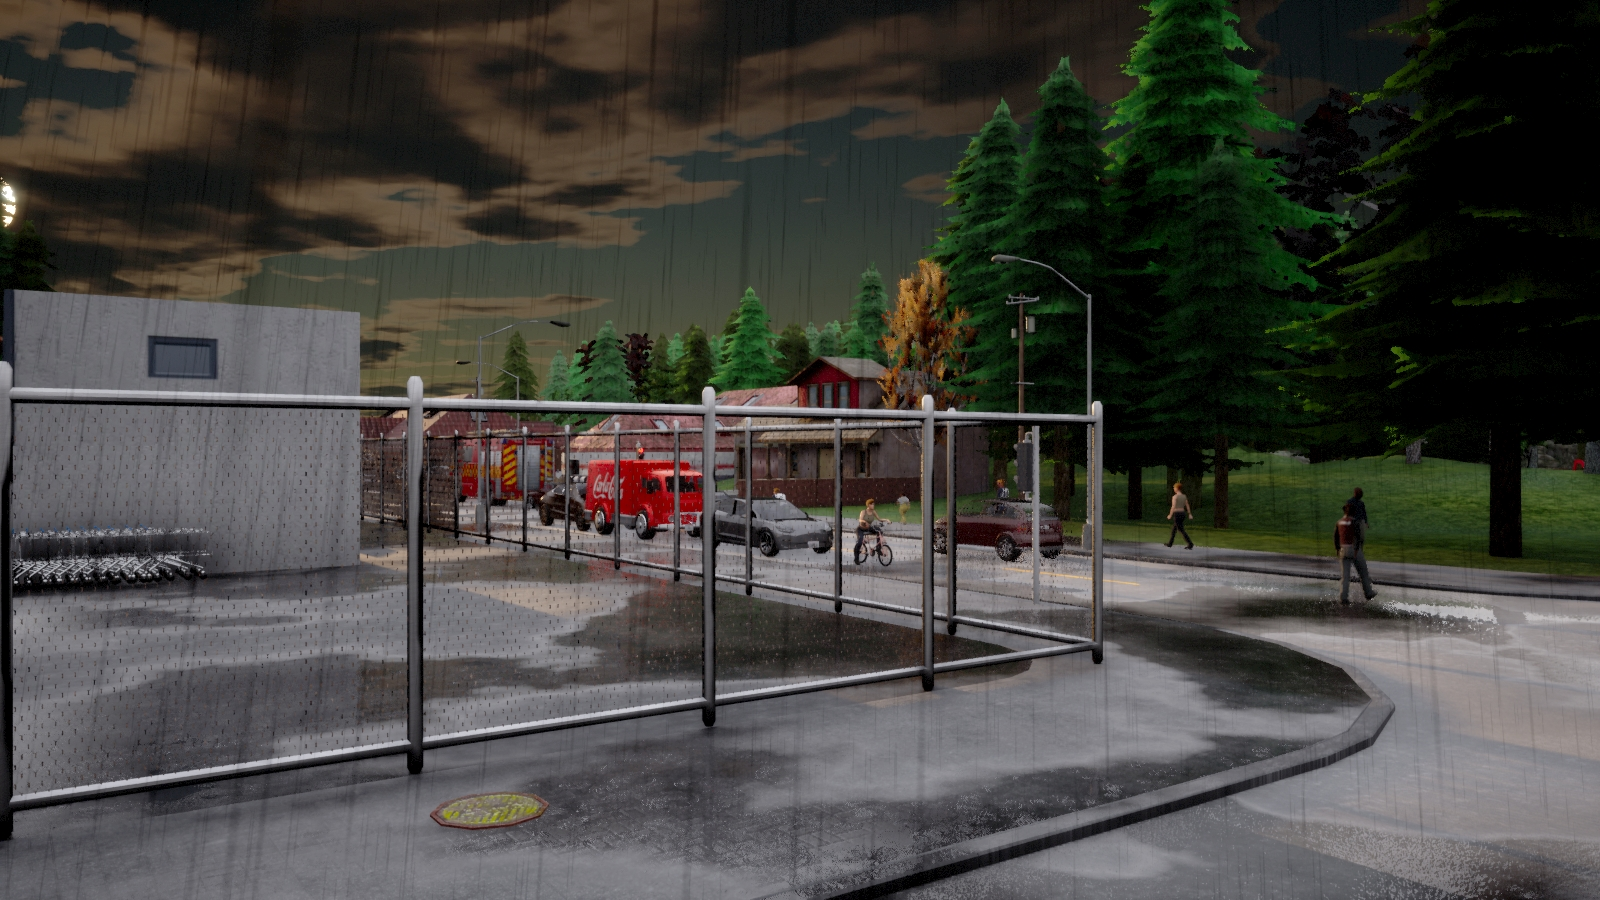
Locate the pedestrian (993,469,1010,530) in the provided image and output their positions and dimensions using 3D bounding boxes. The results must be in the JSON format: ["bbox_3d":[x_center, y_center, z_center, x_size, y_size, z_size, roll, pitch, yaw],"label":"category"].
[{"bbox_3d":[6.215,1.520,35.241,0.375,1.860,0.375,0,0,-42],"label":"pedestrian"}]

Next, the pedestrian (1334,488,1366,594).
[{"bbox_3d":[9.873,1.625,20.515,0.375,1.860,0.375,0,0,-32],"label":"pedestrian"}]

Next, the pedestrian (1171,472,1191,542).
[{"bbox_3d":[10.240,1.522,30.709,0.375,1.860,0.375,0,0,-32],"label":"pedestrian"}]

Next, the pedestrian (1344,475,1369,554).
[{"bbox_3d":[13.176,1.520,27.053,0.375,1.860,0.375,0,0,-11],"label":"pedestrian"}]

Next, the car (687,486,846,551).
[{"bbox_3d":[-1.029,1.840,31.812,2.163,1.488,4.792,0,0,-35],"label":"car"}]

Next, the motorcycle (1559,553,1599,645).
[{"bbox_3d":[11.377,1.990,15.146,2.033,1.145,0.803,0,-1,18],"label":"motorcycle"}]

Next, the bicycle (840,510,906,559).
[{"bbox_3d":[1.773,2.033,27.810,0.859,1.080,1.487,0,0,-35],"label":"bicycle"}]

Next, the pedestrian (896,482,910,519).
[{"bbox_3d":[3.688,1.801,40.984,0.375,1.300,0.375,0,0,-21],"label":"pedestrian"}]

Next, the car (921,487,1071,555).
[{"bbox_3d":[5.084,1.801,29.985,1.789,1.549,3.705,0,0,-35],"label":"car"}]

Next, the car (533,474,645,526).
[{"bbox_3d":[-7.756,1.772,41.538,2.152,1.651,5.027,0,0,-34],"label":"car"}]

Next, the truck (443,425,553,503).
[{"bbox_3d":[-16.070,0.667,60.303,2.891,3.827,8.468,0,0,-35],"label":"truck"}]

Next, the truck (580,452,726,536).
[{"bbox_3d":[-4.910,1.336,37.383,2.627,2.467,5.204,0,0,-35],"label":"truck"}]

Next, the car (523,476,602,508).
[{"bbox_3d":[-11.100,1.931,53.211,1.895,1.301,4.718,0,0,-35],"label":"car"}]
